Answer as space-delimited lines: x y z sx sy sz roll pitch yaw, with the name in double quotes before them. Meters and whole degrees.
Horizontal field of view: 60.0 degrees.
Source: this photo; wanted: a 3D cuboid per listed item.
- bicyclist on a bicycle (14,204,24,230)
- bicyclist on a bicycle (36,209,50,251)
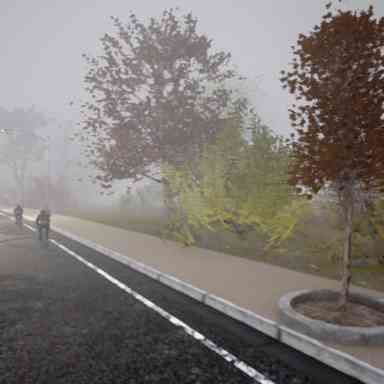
"bicyclist on a bicycle" -11.005 1.608 21.179 0.582 1.620 1.656 0 0 -33
"bicyclist on a bicycle" -6.055 1.543 13.556 0.582 1.620 1.656 0 0 -33
